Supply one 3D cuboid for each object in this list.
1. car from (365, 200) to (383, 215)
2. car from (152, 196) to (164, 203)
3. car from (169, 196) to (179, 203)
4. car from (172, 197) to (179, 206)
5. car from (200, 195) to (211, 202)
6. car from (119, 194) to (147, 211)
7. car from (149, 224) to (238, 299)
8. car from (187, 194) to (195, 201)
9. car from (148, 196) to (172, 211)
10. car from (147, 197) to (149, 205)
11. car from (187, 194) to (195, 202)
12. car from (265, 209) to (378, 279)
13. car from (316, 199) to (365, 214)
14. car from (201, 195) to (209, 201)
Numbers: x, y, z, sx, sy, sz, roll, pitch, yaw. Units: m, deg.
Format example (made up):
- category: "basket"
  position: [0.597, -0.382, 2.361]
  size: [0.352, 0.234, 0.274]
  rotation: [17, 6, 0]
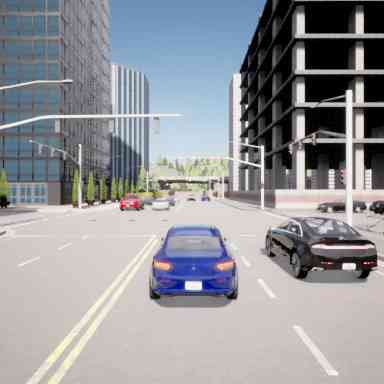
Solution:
- category: "car"
  position: [19.762, 1.166, 31.142]
  size: [5.566, 2.045, 2.150]
  rotation: [0, 0, 0]
- category: "car"
  position: [-7.135, 1.553, 69.959]
  size: [1.994, 1.385, 4.181]
  rotation: [0, 0, 0]
- category: "car"
  position: [-3.634, 1.597, 68.963]
  size: [1.895, 1.301, 4.718]
  rotation: [0, 0, 0]
- category: "car"
  position: [-3.698, 1.547, 53.643]
  size: [2.033, 1.411, 5.357]
  rotation: [0, 0, 0]
- category: "car"
  position: [3.349, 1.522, 77.916]
  size: [1.812, 1.442, 4.674]
  rotation: [0, 0, 0]
- category: "car"
  position: [-7.173, 1.216, 39.910]
  size: [2.150, 2.045, 5.566]
  rotation: [0, 0, 0]
- category: "car"
  position: [0.044, 1.526, 8.314]
  size: [1.812, 1.442, 4.674]
  rotation: [0, 0, 0]
- category: "car"
  position: [-0.168, 1.339, 86.954]
  size: [2.097, 1.767, 4.553]
  rotation: [0, 0, 0]
- category: "car"
  position: [-3.674, 1.513, 39.429]
  size: [1.812, 1.442, 4.674]
  rotation: [0, -1, 0]
- category: "car"
  position: [-7.197, 1.547, 54.975]
  size: [2.033, 1.411, 5.357]
  rotation: [0, 0, 0]
- category: "car"
  position: [-0.152, 1.593, 78.251]
  size: [1.895, 1.301, 4.718]
  rotation: [0, 0, 0]
- category: "car"
  position: [3.560, 1.492, 10.038]
  size: [2.128, 1.511, 4.902]
  rotation: [0, 0, -1]
- category: "car"
  position: [15.514, 1.434, 34.631]
  size: [4.902, 1.511, 2.128]
  rotation: [0, 0, 0]
- category: "car"
  position: [3.332, 1.483, 86.991]
  size: [1.837, 1.490, 4.892]
  rotation: [0, 0, 0]
